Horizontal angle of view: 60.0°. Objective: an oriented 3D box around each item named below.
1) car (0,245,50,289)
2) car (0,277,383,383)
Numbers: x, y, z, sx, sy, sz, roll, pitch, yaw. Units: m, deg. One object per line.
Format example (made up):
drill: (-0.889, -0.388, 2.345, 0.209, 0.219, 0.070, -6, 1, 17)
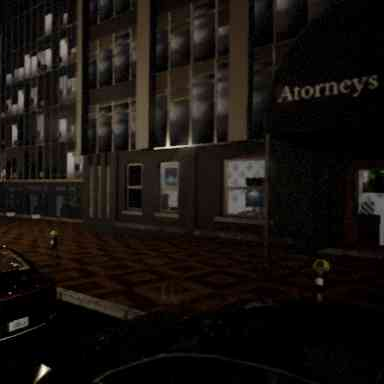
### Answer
car: (-4.147, 1.582, 5.818, 4.403, 1.369, 2.008, 0, 1, 36)
car: (0.473, 1.571, 2.524, 4.313, 1.339, 1.947, 0, 1, 36)
